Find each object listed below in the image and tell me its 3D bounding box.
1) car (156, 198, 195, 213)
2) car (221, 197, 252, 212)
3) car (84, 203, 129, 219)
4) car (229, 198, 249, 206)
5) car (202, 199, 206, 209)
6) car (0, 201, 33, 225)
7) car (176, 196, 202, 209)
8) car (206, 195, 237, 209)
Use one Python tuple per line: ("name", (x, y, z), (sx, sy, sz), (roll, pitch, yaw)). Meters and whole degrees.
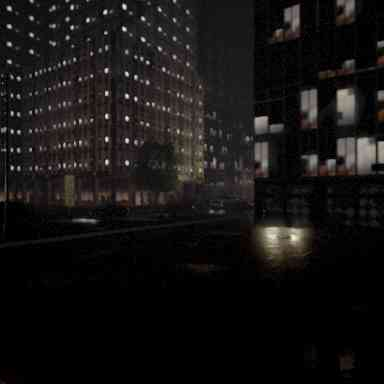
("car", (-2.112, 1.756, 38.916), (1.895, 1.301, 4.718), (0, 0, 35))
("car", (5.699, 1.677, 40.065), (1.752, 1.417, 4.829), (-1, 0, 35))
("car", (-7.780, 1.679, 30.697), (1.994, 1.385, 4.181), (0, 0, 34))
("car", (8.394, 1.821, 58.754), (1.802, 1.307, 4.206), (0, 0, 35))
("car", (1.932, 1.770, 49.370), (1.947, 1.339, 4.313), (-1, 0, 35))
("car", (-13.383, 1.424, 22.549), (2.097, 1.767, 4.553), (0, 0, 35))
("car", (-1.300, 1.500, 44.680), (2.192, 1.841, 5.009), (-1, -1, 35))
("car", (4.856, 1.421, 48.938), (2.150, 2.045, 5.566), (0, -1, 35))
